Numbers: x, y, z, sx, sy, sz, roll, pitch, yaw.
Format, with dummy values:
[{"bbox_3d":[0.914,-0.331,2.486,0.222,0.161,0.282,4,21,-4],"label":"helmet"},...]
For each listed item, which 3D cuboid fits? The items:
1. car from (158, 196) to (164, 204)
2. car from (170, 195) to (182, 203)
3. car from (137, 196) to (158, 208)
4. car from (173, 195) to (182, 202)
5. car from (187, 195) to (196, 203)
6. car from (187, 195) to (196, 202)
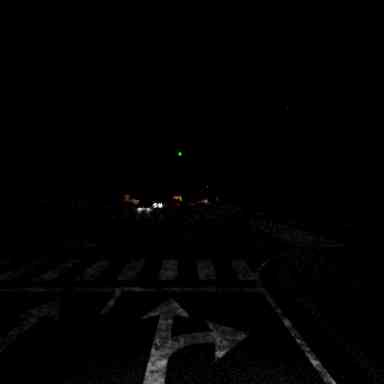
[{"bbox_3d":[-6.568,1.504,66.108,2.128,1.511,4.902,0,0,0],"label":"car"},{"bbox_3d":[-3.319,1.613,67.015,1.895,1.301,4.718,0,0,0],"label":"car"},{"bbox_3d":[-6.616,1.534,48.014,2.033,1.411,5.357,0,0,0],"label":"car"},{"bbox_3d":[-3.337,1.385,76.990,1.882,1.535,5.008,0,0,0],"label":"car"},{"bbox_3d":[-0.067,1.515,66.574,1.837,1.490,4.892,0,0,0],"label":"car"},{"bbox_3d":[-0.087,1.385,76.995,1.882,1.535,5.008,0,0,0],"label":"car"}]
